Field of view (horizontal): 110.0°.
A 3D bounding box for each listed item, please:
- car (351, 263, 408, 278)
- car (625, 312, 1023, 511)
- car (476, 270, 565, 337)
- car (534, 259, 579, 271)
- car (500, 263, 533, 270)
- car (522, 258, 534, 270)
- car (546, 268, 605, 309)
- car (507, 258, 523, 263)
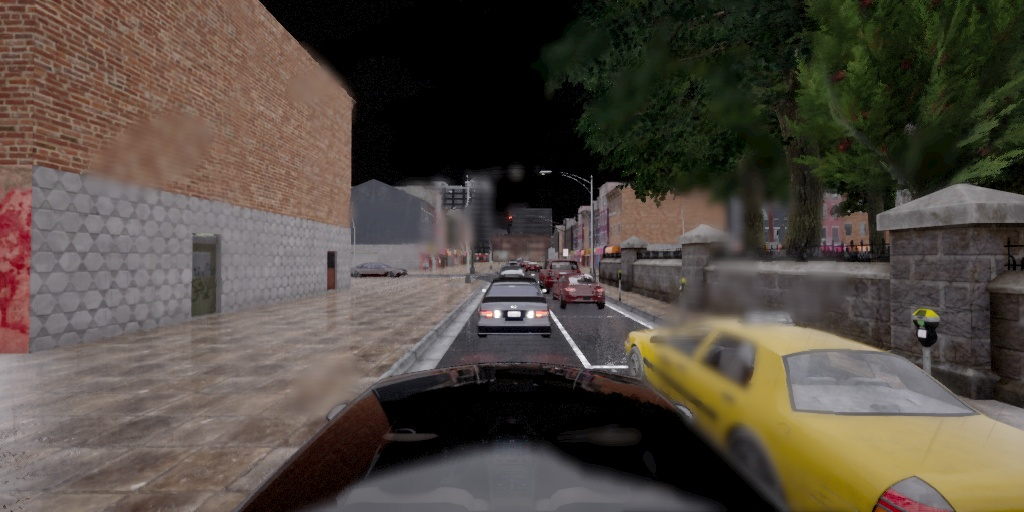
[{"bbox_3d":[-12.066,1.290,31.700,5.357,1.411,2.033,0,-1,-4],"label":"car"},{"bbox_3d":[2.639,1.276,3.988,1.751,1.417,4.829,0,0,0],"label":"car"},{"bbox_3d":[0.062,1.300,10.234,2.033,1.411,5.357,0,0,0],"label":"car"},{"bbox_3d":[2.628,1.076,20.165,2.192,1.841,5.009,0,0,0],"label":"car"},{"bbox_3d":[0.014,1.287,19.946,1.812,1.442,4.674,0,0,1],"label":"car"},{"bbox_3d":[2.610,1.356,46.594,1.888,1.381,4.507,0,0,0],"label":"car"},{"bbox_3d":[2.632,1.338,14.716,1.802,1.307,4.207,0,0,0],"label":"car"},{"bbox_3d":[0.100,1.320,48.654,1.837,1.490,4.892,0,0,0],"label":"car"}]
